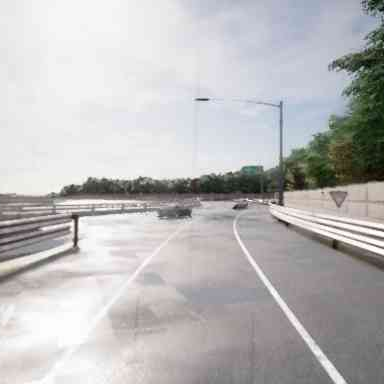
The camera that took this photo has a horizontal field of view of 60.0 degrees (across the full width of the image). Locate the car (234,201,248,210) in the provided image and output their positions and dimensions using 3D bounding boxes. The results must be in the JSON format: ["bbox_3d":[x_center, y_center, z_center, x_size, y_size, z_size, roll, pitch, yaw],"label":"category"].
[{"bbox_3d":[8.385,2.241,56.720,1.994,1.385,4.181,0,-1,17],"label":"car"}]

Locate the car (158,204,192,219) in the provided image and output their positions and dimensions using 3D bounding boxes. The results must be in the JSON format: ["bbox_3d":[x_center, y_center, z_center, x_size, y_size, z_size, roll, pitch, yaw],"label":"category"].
[{"bbox_3d":[-1.643,1.900,33.620,1.994,1.385,4.181,0,-1,30],"label":"car"}]
